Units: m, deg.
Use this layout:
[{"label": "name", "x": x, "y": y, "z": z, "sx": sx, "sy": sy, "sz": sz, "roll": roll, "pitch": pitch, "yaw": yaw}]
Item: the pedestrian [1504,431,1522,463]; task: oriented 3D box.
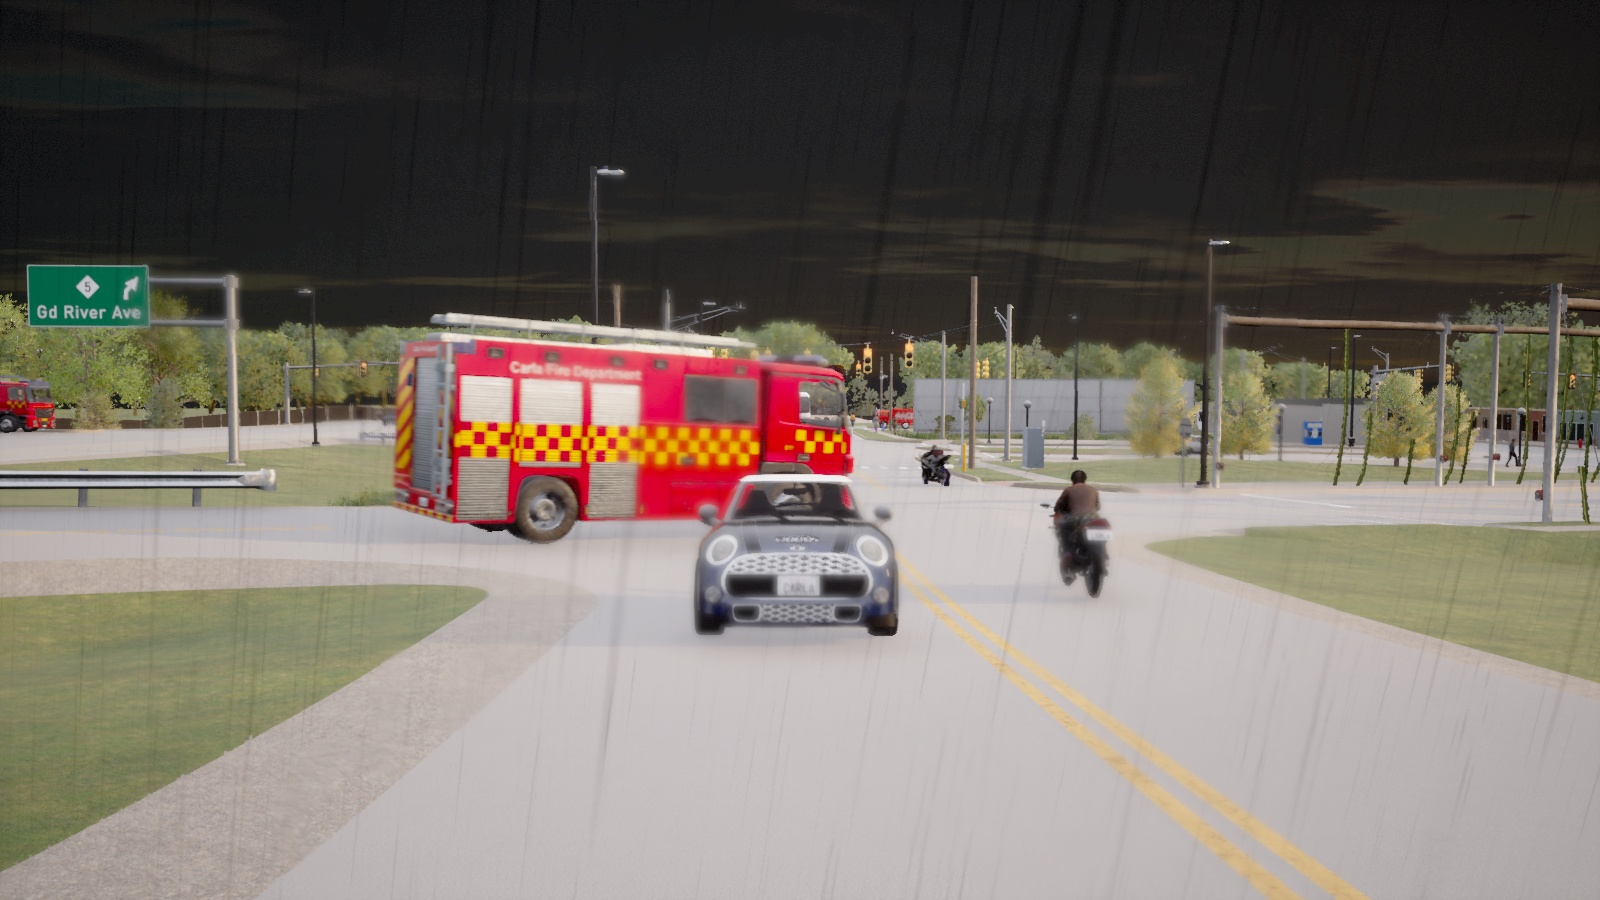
[{"label": "pedestrian", "x": 43.698, "y": -0.210, "z": 76.938, "sx": 0.788, "sy": 1.949, "sz": 0.423, "roll": 0, "pitch": 3, "yaw": -1}]

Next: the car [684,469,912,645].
[{"label": "car", "x": -0.031, "y": 0.955, "z": 12.756, "sx": 1.970, "sy": 1.475, "sz": 3.806, "roll": 0, "pitch": 0, "yaw": 0}]

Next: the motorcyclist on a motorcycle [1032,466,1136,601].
[{"label": "motorcyclist on a motorcycle", "x": 3.461, "y": 0.974, "z": 15.467, "sx": 0.797, "sy": 1.523, "sz": 2.044, "roll": 0, "pitch": 0, "yaw": 0}]

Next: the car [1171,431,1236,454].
[{"label": "car", "x": 27.873, "y": -0.528, "z": 86.836, "sx": 3.806, "sy": 1.475, "sz": 1.970, "roll": 0, "pitch": 3, "yaw": -5}]

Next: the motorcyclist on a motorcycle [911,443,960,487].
[{"label": "motorcyclist on a motorcycle", "x": 4.903, "y": 0.535, "z": 45.757, "sx": 0.866, "sy": 1.530, "sz": 2.191, "roll": 0, "pitch": 1, "yaw": -20}]

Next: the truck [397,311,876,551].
[{"label": "truck", "x": -2.833, "y": -0.304, "z": 23.657, "sx": 8.468, "sy": 3.827, "sz": 2.891, "roll": 1, "pitch": 2, "yaw": -36}]
